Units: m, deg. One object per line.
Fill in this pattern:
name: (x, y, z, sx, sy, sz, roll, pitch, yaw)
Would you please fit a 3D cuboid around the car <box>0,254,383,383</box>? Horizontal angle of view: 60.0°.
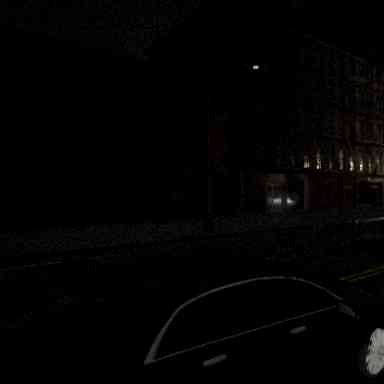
car: (0.435, 1.489, 3.747, 4.892, 1.490, 1.837, -1, 0, -35)
